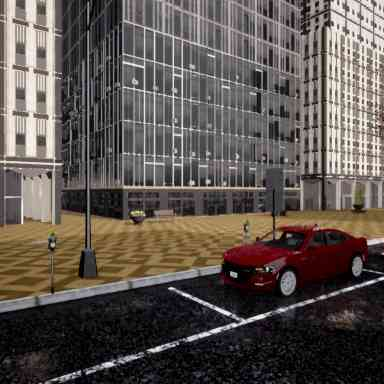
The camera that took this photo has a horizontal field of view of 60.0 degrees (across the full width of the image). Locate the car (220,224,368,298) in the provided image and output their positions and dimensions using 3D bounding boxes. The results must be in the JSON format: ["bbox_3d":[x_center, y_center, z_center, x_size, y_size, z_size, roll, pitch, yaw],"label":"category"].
[{"bbox_3d":[2.730,1.545,8.516,4.507,1.381,1.887,0,0,-36],"label":"car"}]
